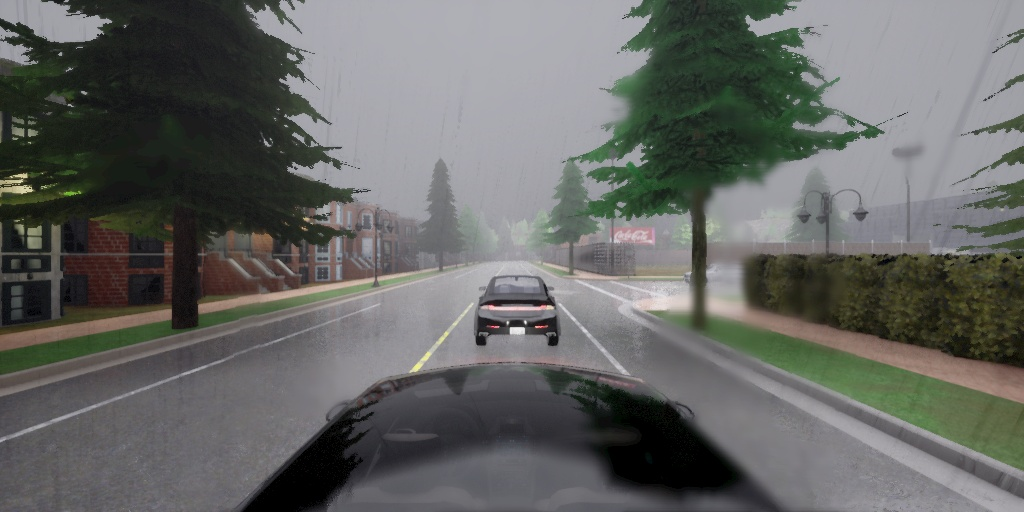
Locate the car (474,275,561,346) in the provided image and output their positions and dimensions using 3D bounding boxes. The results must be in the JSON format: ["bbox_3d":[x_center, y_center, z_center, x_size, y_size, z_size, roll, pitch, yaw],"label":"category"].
[{"bbox_3d":[0.122,1.240,9.380,2.128,1.511,4.902,0,0,0],"label":"car"}]

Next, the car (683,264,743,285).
[{"bbox_3d":[14.161,1.293,24.449,4.674,1.442,1.812,0,0,1],"label":"car"}]
